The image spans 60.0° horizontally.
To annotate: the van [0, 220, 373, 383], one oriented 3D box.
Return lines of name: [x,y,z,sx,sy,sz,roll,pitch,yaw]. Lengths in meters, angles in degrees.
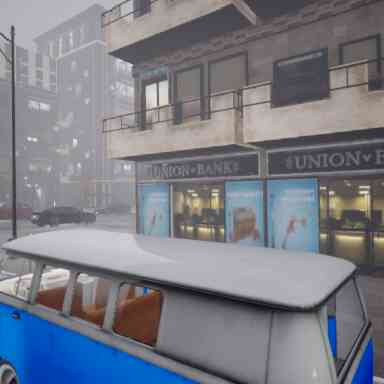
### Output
van: [-0.450,1.342,3.182,3.998,1.788,1.690,0,-1,36]

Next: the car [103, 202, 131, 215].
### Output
car: [-8.612,1.798,36.407,1.947,1.339,4.313,-2,-1,36]

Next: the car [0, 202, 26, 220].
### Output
car: [-15.293,1.608,27.325,1.967,1.590,4.097,-2,-1,36]

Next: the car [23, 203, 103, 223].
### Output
car: [-8.542,1.583,22.356,1.947,1.339,4.313,-2,-1,36]
